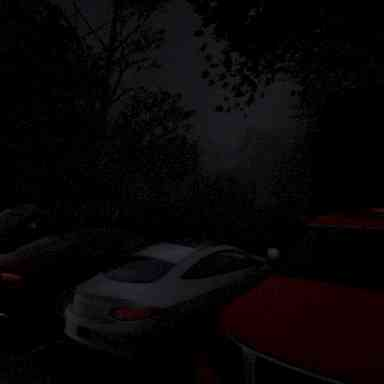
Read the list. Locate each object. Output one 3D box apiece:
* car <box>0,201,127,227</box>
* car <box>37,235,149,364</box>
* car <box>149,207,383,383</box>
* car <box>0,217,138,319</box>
[{"bbox_3d":[-4.170,1.307,9.246,2.435,2.045,5.566,-1,-1,39],"label":"car"},{"bbox_3d":[0.107,1.563,5.870,2.002,1.452,4.674,0,-1,39],"label":"car"},{"bbox_3d":[2.365,1.255,4.039,2.435,2.045,5.566,0,0,39],"label":"car"},{"bbox_3d":[-1.976,1.540,7.526,2.097,1.535,5.008,0,-1,39],"label":"car"}]
